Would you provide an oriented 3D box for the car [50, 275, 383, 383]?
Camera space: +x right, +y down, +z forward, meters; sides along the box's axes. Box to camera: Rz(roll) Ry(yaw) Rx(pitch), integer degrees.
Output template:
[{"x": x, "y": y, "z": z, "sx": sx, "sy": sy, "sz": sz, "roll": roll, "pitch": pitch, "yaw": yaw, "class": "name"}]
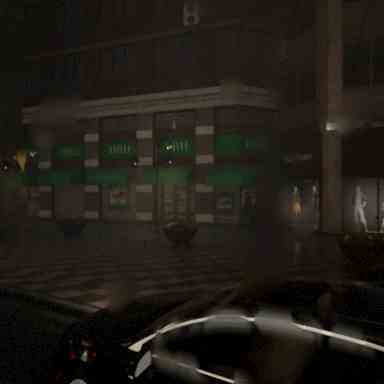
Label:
[{"x": 0.782, "y": 1.504, "z": 2.726, "sx": 4.892, "sy": 1.490, "sz": 1.837, "roll": 0, "pitch": 0, "yaw": 36, "class": "car"}]
